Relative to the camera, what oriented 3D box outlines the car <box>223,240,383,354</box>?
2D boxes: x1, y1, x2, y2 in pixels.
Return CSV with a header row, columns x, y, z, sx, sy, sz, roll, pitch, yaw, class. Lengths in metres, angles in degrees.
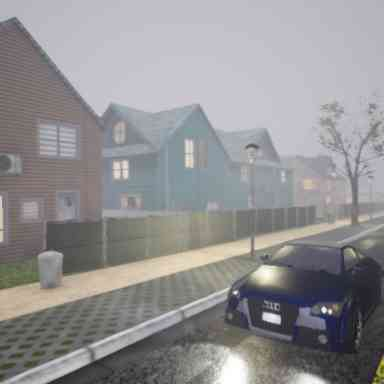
x,y,z,sx,sy,sz,roll,pitch,yaw,class
2.372,1.675,6.427,1.994,1.385,4.181,-1,-1,38,car
